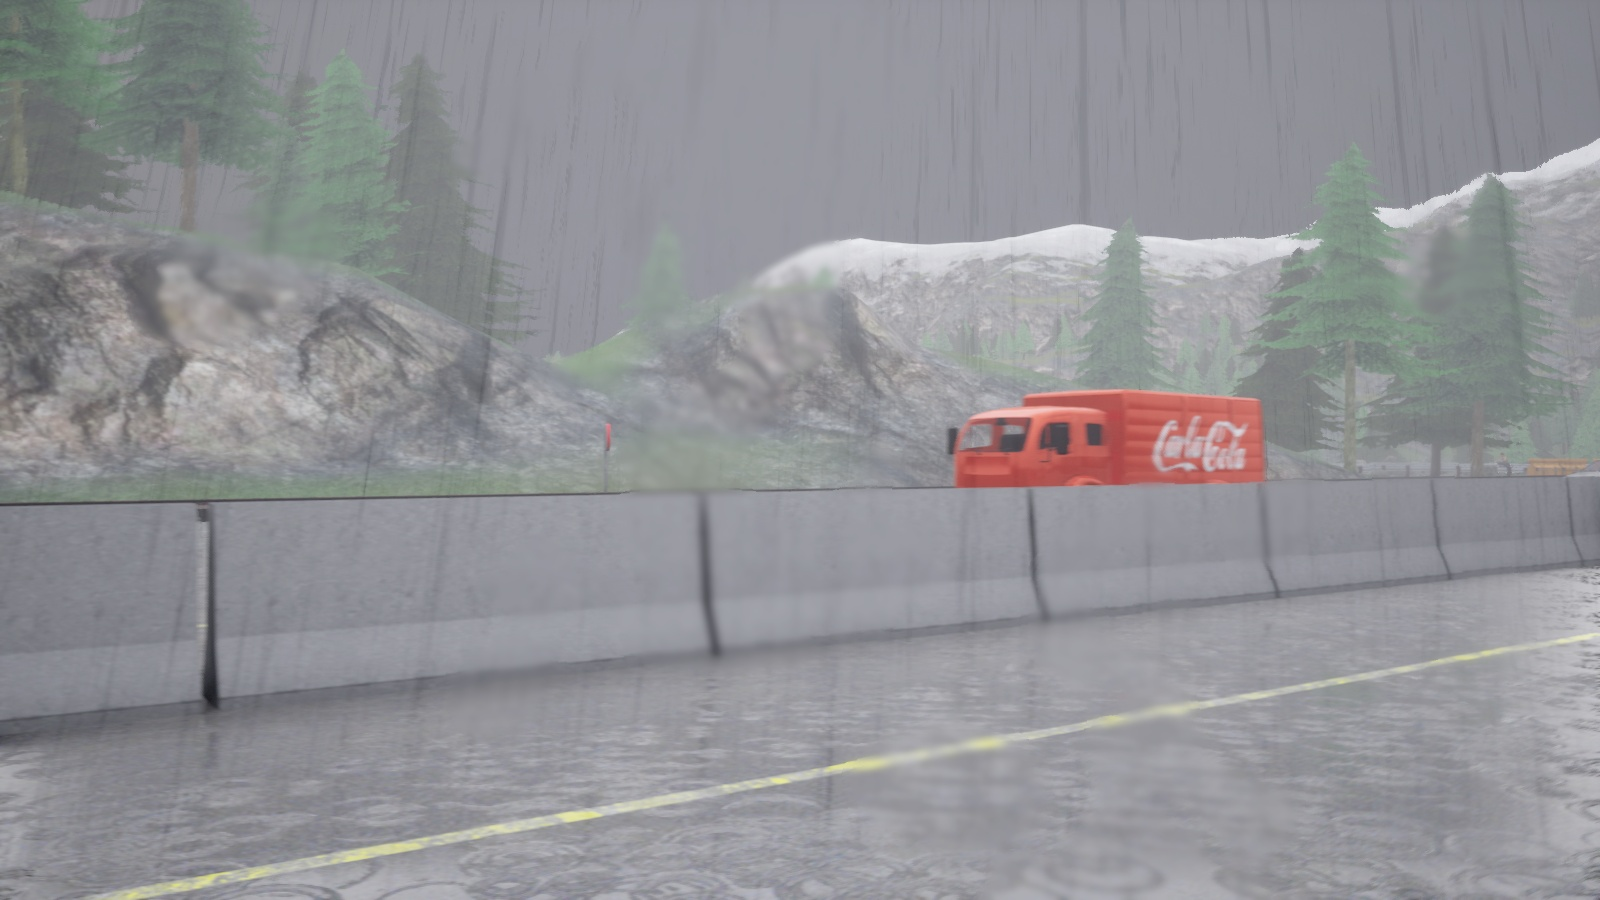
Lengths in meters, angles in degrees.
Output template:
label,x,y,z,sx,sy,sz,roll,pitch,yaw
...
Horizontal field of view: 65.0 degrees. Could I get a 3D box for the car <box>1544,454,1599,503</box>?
label,x,y,z,sx,sy,sz,roll,pitch,yaw
car,24.990,0.833,38.128,5.357,1.411,2.033,0,0,-34

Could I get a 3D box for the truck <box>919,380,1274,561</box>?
label,x,y,z,sx,sy,sz,roll,pitch,yaw
truck,4.716,0.303,19.737,5.204,2.467,2.627,1,0,-35
